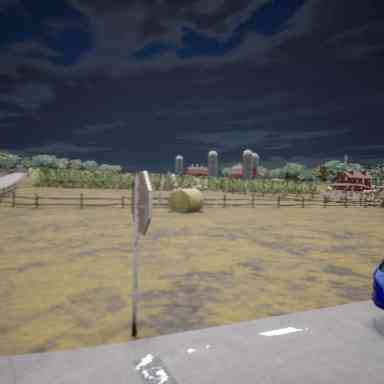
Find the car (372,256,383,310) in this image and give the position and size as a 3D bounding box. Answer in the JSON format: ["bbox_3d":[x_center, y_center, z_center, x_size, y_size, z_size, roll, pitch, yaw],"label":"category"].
[{"bbox_3d":[5.659,1.235,5.580,5.566,2.045,2.150,1,2,-25],"label":"car"}]
